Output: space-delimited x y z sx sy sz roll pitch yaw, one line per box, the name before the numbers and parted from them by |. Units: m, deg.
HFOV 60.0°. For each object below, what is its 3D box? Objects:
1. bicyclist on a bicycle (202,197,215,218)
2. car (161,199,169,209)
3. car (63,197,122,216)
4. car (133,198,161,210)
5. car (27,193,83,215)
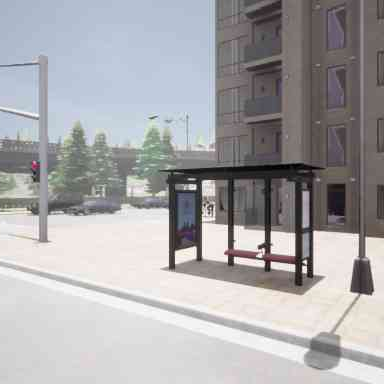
bicyclist on a bicycle | 1.253 1.245 26.671 1.656 1.620 0.582 0 0 36
car | -1.160 1.545 42.216 4.718 1.301 1.895 0 0 -43
car | -9.361 1.492 32.414 2.033 1.411 5.357 0 0 37
car | -5.087 1.492 43.299 2.033 1.411 5.357 0 0 43
car | -13.294 1.166 32.962 2.150 2.045 5.566 0 0 37
